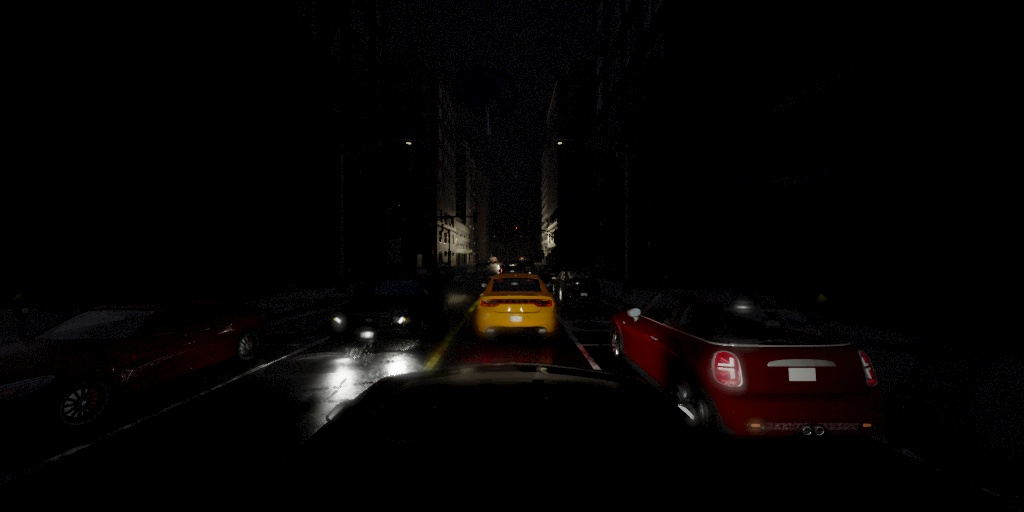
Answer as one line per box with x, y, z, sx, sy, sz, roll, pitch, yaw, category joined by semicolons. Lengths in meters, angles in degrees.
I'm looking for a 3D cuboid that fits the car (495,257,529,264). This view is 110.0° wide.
0.065;1.105;28.076;2.097;1.767;4.553;0;0;1;car

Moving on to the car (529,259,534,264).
2.976;1.232;64.563;1.967;1.591;4.097;0;0;0;car

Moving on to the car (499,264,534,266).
0.124;1.315;19.344;1.994;1.385;4.181;0;0;0;car

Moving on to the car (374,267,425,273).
-5.649;1.316;16.484;1.948;1.339;4.313;0;0;0;car

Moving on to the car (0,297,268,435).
-5.664;1.332;5.481;1.802;1.307;4.207;0;0;0;car

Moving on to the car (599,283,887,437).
2.861;1.190;5.469;1.967;1.591;4.097;0;0;0;car

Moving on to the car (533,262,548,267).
2.891;1.318;27.474;1.948;1.339;4.313;0;0;0;car

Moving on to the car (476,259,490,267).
-5.549;1.374;64.588;1.802;1.307;4.207;0;0;0;car

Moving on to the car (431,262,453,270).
-5.634;1.192;27.486;1.967;1.591;4.097;0;0;0;car

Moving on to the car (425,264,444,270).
-5.642;1.333;21.985;1.802;1.307;4.207;0;0;0;car

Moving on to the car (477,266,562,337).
0.109;1.228;10.356;1.882;1.535;5.008;0;0;0;car

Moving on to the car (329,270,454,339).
-3.087;1.297;10.327;2.033;1.411;5.357;0;0;0;car

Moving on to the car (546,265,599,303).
2.876;1.301;16.472;2.007;1.370;4.403;0;0;0;car
